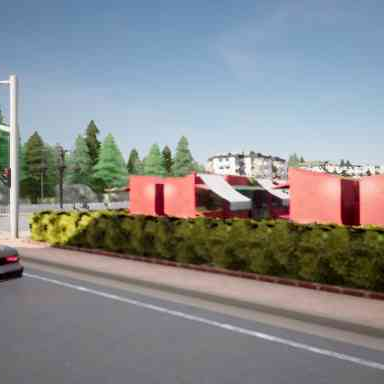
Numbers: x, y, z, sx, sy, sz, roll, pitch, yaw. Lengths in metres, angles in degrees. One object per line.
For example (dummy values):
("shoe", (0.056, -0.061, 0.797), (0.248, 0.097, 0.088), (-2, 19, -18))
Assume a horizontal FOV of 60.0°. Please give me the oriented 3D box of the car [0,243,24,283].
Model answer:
("car", (-6.468, 1.615, 8.587), (5.357, 1.411, 2.033), (0, 0, 36))
